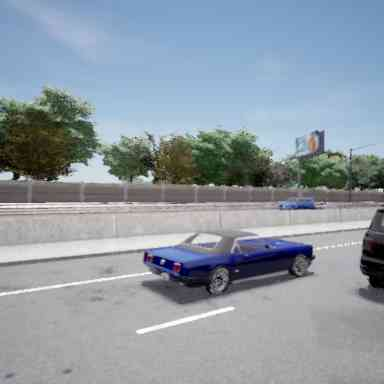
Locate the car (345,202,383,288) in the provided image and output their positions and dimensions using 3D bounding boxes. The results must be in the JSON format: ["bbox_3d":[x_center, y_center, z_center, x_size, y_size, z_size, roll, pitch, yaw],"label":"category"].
[{"bbox_3d":[6.450,1.349,8.349,5.566,2.045,2.150,1,-1,-36],"label":"car"}]

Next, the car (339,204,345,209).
[{"bbox_3d":[17.323,1.800,33.549,4.553,1.767,2.097,1,-1,-35],"label":"car"}]

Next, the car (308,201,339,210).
[{"bbox_3d":[15.555,2.001,36.589,5.357,1.411,2.033,1,-1,-35],"label":"car"}]

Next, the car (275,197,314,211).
[{"bbox_3d":[11.971,1.649,38.332,5.566,2.045,2.150,1,-1,-35],"label":"car"}]

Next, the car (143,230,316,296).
[{"bbox_3d":[1.193,1.677,8.897,4.718,1.301,1.895,1,-1,-36],"label":"car"}]
